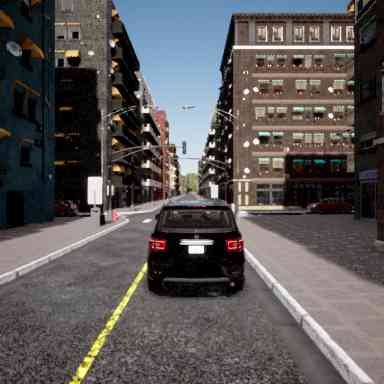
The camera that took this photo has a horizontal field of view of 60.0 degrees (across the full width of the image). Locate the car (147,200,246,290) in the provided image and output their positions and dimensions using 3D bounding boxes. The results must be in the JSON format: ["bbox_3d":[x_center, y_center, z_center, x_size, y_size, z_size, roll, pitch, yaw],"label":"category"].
[{"bbox_3d":[0.092,1.223,9.197,2.150,2.045,5.566,0,0,0],"label":"car"}]

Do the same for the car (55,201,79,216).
[{"bbox_3d":[-13.556,1.578,33.075,4.097,1.590,1.967,-1,0,0],"label":"car"}]

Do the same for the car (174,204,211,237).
[{"bbox_3d":[-0.009,1.509,19.020,1.837,1.490,4.892,0,0,-1],"label":"car"}]

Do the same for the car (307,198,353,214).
[{"bbox_3d":[13.549,1.320,33.005,4.097,1.590,1.967,-1,0,0],"label":"car"}]
